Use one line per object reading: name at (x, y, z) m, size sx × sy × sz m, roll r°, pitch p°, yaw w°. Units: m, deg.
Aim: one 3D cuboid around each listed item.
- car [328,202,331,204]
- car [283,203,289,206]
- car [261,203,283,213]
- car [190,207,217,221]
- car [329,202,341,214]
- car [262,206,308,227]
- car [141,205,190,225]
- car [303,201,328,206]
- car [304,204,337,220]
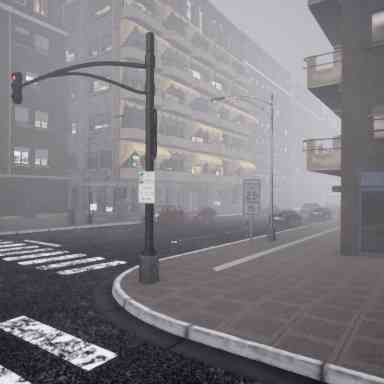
car at (22.538, 2.640, 53.193) m, size 1.895 × 1.301 × 4.718 m, roll 0°, pitch -1°, yaw 35°
car at (13.755, 2.406, 50.658) m, size 1.752 × 1.417 × 4.829 m, roll -1°, pitch -1°, yaw 35°
car at (10.616, 2.328, 46.135) m, size 1.887 × 1.381 × 4.507 m, roll -1°, pitch -1°, yaw 35°
car at (0.911, 2.064, 32.150) m, size 1.802 × 1.307 × 4.206 m, roll -1°, pitch -1°, yaw 35°
car at (20.779, 2.460, 46.197) m, size 1.752 × 1.417 × 4.829 m, roll -1°, pitch -2°, yaw 35°
car at (7.740, 2.096, 27.409) m, size 1.947 × 1.339 × 4.313 m, roll -1°, pitch -2°, yaw 35°
car at (-2.324, 1.822, 27.492) m, size 1.967 × 1.590 × 4.097 m, roll -1°, pitch -1°, yaw 35°
car at (15.773, 2.181, 43.448) m, size 2.097 × 1.767 × 4.553 m, roll 0°, pitch -1°, yaw 35°
car at (14.211, 2.297, 36.733) m, size 1.947 × 1.339 × 4.313 m, roll -1°, pitch -2°, yaw 35°
